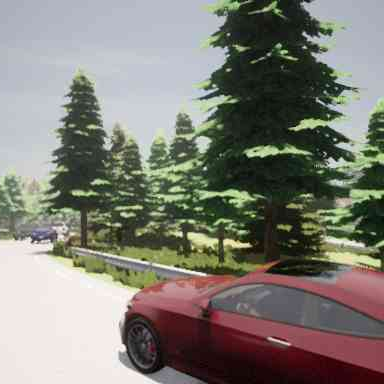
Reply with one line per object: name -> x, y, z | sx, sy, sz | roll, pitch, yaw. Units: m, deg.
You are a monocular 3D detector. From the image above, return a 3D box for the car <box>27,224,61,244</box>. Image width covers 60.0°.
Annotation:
car -> -13.890, 4.051, 31.453 | 1.812, 1.442, 4.674 | -1, -6, -15

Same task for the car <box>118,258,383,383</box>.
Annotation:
car -> 1.128, 1.532, 3.848 | 4.674, 1.442, 1.812 | -1, 0, 40

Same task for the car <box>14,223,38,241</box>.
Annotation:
car -> -19.698, 4.768, 39.943 | 2.150, 2.045, 5.566 | -1, -6, -16

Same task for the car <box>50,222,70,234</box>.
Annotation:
car -> -16.968, 4.883, 42.400 | 2.150, 2.045, 5.566 | -1, -6, -16
